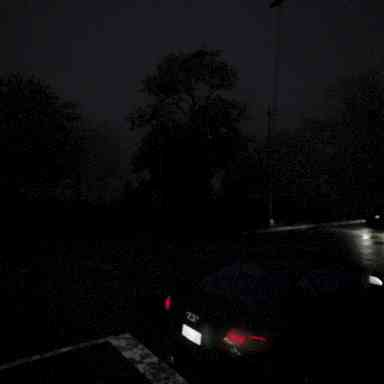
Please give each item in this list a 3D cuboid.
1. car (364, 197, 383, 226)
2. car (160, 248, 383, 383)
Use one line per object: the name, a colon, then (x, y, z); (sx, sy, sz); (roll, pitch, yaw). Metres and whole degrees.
car: (14.033, 1.227, 22.591); (5.566, 2.045, 2.150); (0, 0, -34)
car: (1.630, 1.565, 4.910); (4.181, 1.385, 1.994); (0, 0, -35)
